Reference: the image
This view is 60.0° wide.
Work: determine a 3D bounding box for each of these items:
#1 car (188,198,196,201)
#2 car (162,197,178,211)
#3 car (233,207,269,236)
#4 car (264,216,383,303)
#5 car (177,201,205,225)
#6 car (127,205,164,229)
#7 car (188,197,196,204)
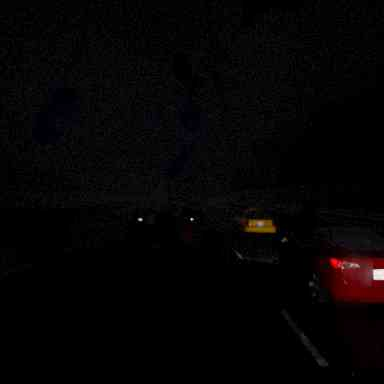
[{"bbox_3d":[0.050,2.378,78.284,1.837,1.490,4.892,0,-1,0],"label":"car"},{"bbox_3d":[-3.367,1.774,50.617,2.150,2.045,5.566,0,-1,0],"label":"car"},{"bbox_3d":[3.513,1.650,19.613,1.801,1.575,5.366,0,-1,0],"label":"car"},{"bbox_3d":[3.506,1.584,8.446,2.163,1.488,4.792,0,-1,0],"label":"car"},{"bbox_3d":[0.002,1.780,27.007,1.837,1.490,4.892,0,0,0],"label":"car"},{"bbox_3d":[-3.384,1.803,23.809,1.994,1.385,4.181,0,-1,0],"label":"car"},{"bbox_3d":[0.060,2.412,93.850,2.097,1.767,4.553,0,-1,0],"label":"car"}]
